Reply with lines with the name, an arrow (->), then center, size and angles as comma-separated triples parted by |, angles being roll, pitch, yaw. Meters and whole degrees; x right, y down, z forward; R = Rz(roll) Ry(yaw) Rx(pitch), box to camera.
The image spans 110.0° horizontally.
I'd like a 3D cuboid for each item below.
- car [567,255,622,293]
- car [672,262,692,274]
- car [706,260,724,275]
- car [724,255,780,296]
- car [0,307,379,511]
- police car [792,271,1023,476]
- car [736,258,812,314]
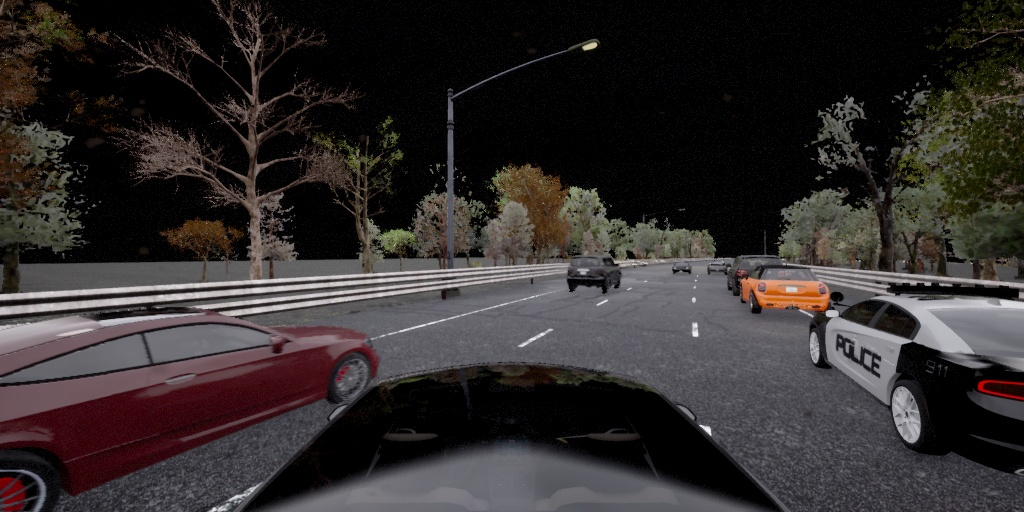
car -> 4.929, 0.975, 21.043 | 2.150, 2.045, 5.566 | 0, 0, 27
car -> 19.393, 1.369, 40.789 | 1.895, 1.301, 4.718 | 0, 0, 29
car -> 22.503, 1.261, 39.304 | 2.128, 1.511, 4.902 | 0, 0, 29
car -> 12.671, 0.978, 18.754 | 2.150, 2.045, 5.566 | 0, 0, 27
car -> -3.634, 1.276, 3.834 | 1.812, 1.442, 4.674 | 0, 0, 26
police car -> 5.614, 1.175, 4.707 | 1.930, 1.638, 5.238 | 0, 0, 26
car -> 9.951, 1.102, 13.423 | 2.097, 1.767, 4.553 | 0, 0, 27
